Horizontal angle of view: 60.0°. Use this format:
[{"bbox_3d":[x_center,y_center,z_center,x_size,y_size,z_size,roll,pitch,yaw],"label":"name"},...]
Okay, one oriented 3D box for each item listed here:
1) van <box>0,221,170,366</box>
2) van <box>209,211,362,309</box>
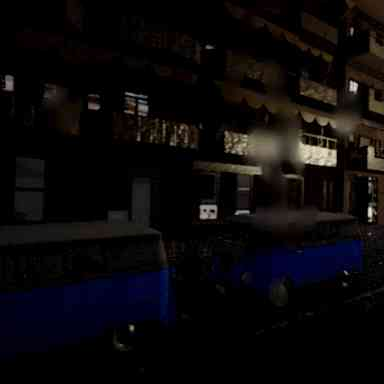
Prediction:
[{"bbox_3d":[-2.230,1.346,4.477,3.998,1.788,1.690,0,1,-35],"label":"van"},{"bbox_3d":[2.271,1.375,7.693,3.998,1.788,1.690,0,1,-36],"label":"van"}]
